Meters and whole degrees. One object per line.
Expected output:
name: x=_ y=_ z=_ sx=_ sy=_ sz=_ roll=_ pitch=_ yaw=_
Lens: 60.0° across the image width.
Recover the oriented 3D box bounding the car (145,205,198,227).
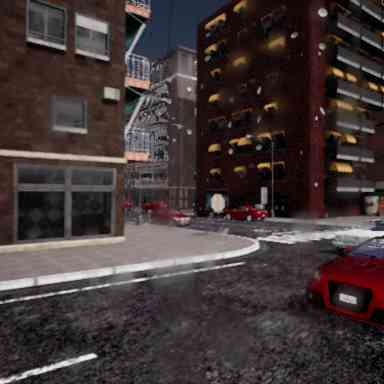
car: x=-1.719 y=1.954 z=26.349 sx=1.802 sy=1.307 sz=4.206 roll=0 pitch=-1 yaw=-36

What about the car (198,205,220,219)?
car: x=1.931 y=2.067 z=35.549 sx=1.947 sy=1.339 sz=4.313 roll=0 pitch=0 yaw=-36

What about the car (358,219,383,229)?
car: x=7.646 y=1.755 z=13.151 sx=4.718 sy=1.301 sz=1.895 roll=1 pitch=-1 yaw=-36

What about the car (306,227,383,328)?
car: x=4.217 y=1.617 z=6.696 sx=4.181 sy=1.385 sz=1.994 roll=1 pitch=0 yaw=-36

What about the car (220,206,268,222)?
car: x=5.047 y=1.975 z=31.237 sx=1.887 sy=1.381 sz=4.507 roll=0 pitch=0 yaw=-36

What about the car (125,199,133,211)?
car: x=-11.343 y=2.117 z=53.911 sx=2.192 sy=1.841 sz=5.009 roll=0 pitch=0 yaw=-36

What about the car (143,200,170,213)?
car: x=-4.708 y=1.966 z=44.730 sx=2.192 sy=1.841 sz=5.009 roll=0 pitch=0 yaw=-36
